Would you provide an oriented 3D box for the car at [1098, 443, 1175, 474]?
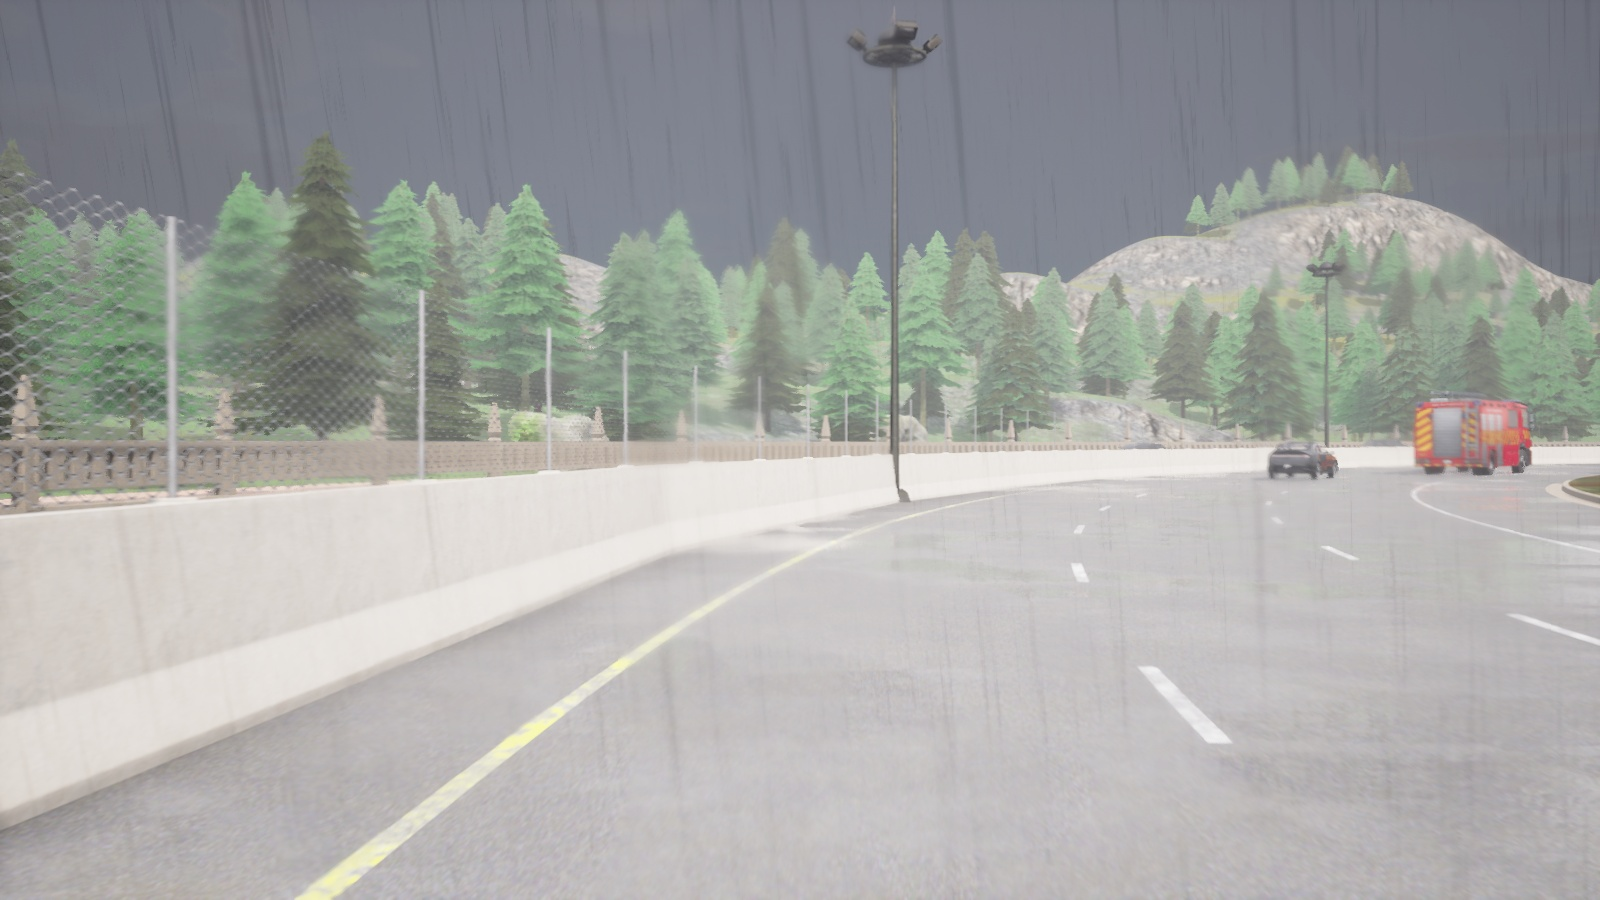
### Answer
[{"bbox_3d":[17.119,0.410,63.790,1.837,1.490,4.892,0,0,40],"label":"car"}]

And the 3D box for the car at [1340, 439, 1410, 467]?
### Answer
[{"bbox_3d":[37.795,0.180,82.456,4.553,1.767,2.097,0,0,-34],"label":"car"}]

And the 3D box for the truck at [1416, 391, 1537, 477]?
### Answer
[{"bbox_3d":[32.267,-0.720,59.726,2.891,3.827,8.468,0,0,44],"label":"truck"}]

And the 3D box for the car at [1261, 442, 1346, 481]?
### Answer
[{"bbox_3d":[20.535,0.437,51.073,2.128,1.511,4.902,0,0,35],"label":"car"}]
